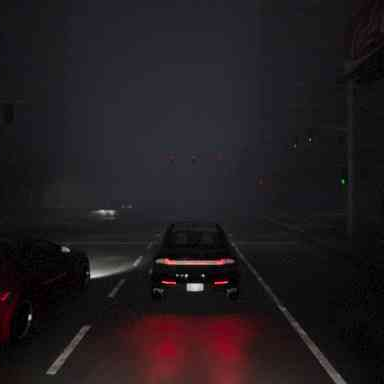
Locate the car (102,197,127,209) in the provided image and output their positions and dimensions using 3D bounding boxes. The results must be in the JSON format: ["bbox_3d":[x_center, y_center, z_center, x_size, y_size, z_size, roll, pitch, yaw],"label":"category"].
[{"bbox_3d":[-10.588,1.488,44.369,2.128,1.511,4.902,0,0,0],"label":"car"}]

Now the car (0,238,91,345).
[{"bbox_3d":[-3.442,1.563,6.395,1.994,1.385,4.181,0,0,0],"label":"car"}]

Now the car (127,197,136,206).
[{"bbox_3d":[-10.563,1.543,55.362,2.033,1.411,5.357,0,0,1],"label":"car"}]

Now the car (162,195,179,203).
[{"bbox_3d":[-4.599,1.321,70.581,2.097,1.767,4.553,0,0,-27],"label":"car"}]

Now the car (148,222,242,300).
[{"bbox_3d":[0.068,1.491,8.372,2.128,1.511,4.902,0,0,0],"label":"car"}]

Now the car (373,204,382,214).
[{"bbox_3d":[20.644,1.489,33.056,4.902,1.511,2.128,0,0,0],"label":"car"}]
